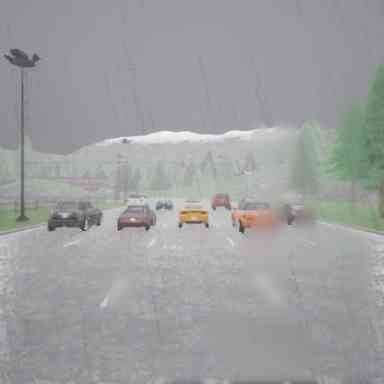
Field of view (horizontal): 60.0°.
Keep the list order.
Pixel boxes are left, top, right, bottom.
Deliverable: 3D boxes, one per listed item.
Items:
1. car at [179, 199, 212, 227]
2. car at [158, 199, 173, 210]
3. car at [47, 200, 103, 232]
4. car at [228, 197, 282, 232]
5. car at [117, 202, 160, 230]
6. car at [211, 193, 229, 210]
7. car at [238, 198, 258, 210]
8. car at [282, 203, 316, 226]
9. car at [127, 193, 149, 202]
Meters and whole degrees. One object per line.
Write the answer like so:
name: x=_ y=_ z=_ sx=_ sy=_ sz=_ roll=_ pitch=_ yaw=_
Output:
car: x=0.111 y=1.457 z=22.739 sx=1.882 sy=1.535 sz=5.008 roll=0 pitch=0 yaw=0
car: x=-3.381 y=1.563 z=41.885 sx=1.895 sy=1.301 sz=4.718 roll=0 pitch=0 yaw=0
car: x=-6.891 y=1.334 z=20.144 sx=2.097 sy=1.767 sz=4.553 roll=0 pitch=0 yaw=0
car: x=3.610 y=1.333 z=19.924 sx=2.097 sy=1.767 sz=4.553 roll=0 pitch=0 yaw=0
car: x=-3.390 y=1.545 z=21.007 sx=1.994 sy=1.385 sz=4.181 roll=0 pitch=0 yaw=0
car: x=3.619 y=1.183 z=42.014 sx=2.150 sy=2.045 sz=5.566 roll=0 pitch=0 yaw=0
car: x=7.120 y=1.486 z=43.019 sx=1.812 sy=1.442 sz=4.674 roll=0 pitch=0 yaw=0
car: x=7.111 y=1.504 z=23.084 sx=1.812 sy=1.442 sz=4.674 roll=0 pitch=0 yaw=0
car: x=-6.881 y=1.183 z=42.486 sx=2.150 sy=2.045 sz=5.566 roll=0 pitch=0 yaw=0
